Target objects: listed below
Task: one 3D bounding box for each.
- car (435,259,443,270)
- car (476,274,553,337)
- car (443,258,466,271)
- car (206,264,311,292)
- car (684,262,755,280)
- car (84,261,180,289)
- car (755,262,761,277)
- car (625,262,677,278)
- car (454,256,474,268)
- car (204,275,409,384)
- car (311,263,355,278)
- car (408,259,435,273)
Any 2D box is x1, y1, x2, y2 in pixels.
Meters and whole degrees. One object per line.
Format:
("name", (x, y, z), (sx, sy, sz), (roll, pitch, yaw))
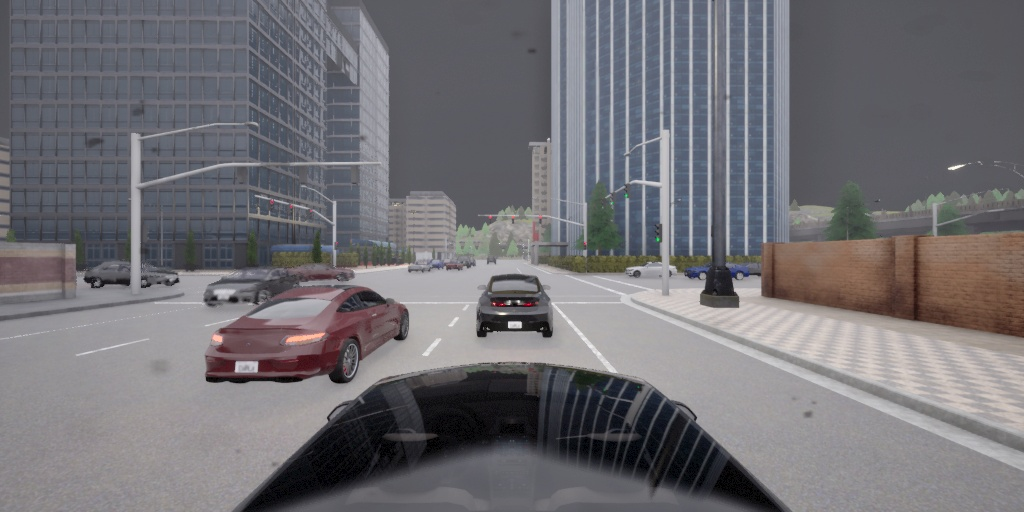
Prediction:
("car", (-11.473, 1.225, 53.826), (1.882, 1.535, 5.008), (0, 0, -1))
("car", (0.064, 1.254, 10.224), (1.837, 1.490, 4.892), (0, 0, 0))
("car", (-7.912, 1.348, 49.641), (1.895, 1.301, 4.718), (0, 0, -1))
("car", (-10.903, 1.240, 15.465), (2.128, 1.511, 4.902), (1, 0, -10))
("car", (17.209, 1.226, 30.269), (5.008, 1.535, 1.882), (0, 0, -1))
("car", (-23.882, 1.240, 22.656), (4.902, 1.511, 2.128), (0, 0, 0))
("car", (22.614, 1.296, 33.817), (5.357, 1.411, 2.033), (0, 0, -1))
("car", (13.027, 1.274, 33.713), (4.674, 1.442, 1.812), (0, 0, 1))
("car", (-8.050, 0.968, 59.435), (2.150, 2.045, 5.566), (0, 0, -1))
("car", (-3.438, 1.275, 6.958), (1.812, 1.442, 4.674), (0, 0, 0))
("car", (-14.538, 1.274, 27.340), (4.674, 1.442, 1.812), (0, 0, -16))
("car", (-11.395, 1.349, 44.434), (1.895, 1.301, 4.718), (0, 0, 1))
